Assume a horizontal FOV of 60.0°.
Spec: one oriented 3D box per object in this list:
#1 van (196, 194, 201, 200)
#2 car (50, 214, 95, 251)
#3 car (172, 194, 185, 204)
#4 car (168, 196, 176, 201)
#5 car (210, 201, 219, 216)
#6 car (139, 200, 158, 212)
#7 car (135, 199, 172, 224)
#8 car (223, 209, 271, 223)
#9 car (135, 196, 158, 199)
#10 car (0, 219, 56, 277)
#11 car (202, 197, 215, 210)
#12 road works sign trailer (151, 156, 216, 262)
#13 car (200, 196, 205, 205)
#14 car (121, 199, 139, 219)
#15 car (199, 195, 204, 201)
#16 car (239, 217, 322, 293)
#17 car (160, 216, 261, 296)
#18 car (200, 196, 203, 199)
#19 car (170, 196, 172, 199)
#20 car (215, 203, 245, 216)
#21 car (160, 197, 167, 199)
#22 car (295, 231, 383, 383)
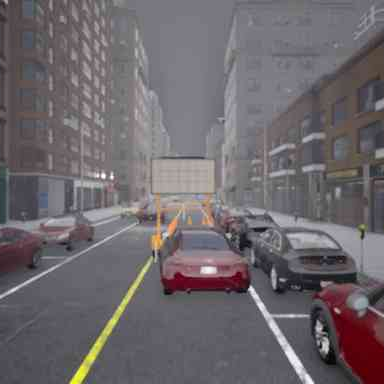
[{"bbox_3d":[2.629,1.605,90.961,1.690,1.788,3.998,0,0,0],"label":"van"},{"bbox_3d":[-5.389,1.618,14.205,1.802,1.307,4.206,0,0,0],"label":"car"},{"bbox_3d":[-2.756,1.667,67.615,1.994,1.385,4.181,0,0,0],"label":"car"},{"bbox_3d":[-5.396,1.815,90.951,2.008,1.369,4.403,0,0,0],"label":"car"},{"bbox_3d":[2.635,1.619,25.247,2.008,1.369,4.403,0,0,0],"label":"car"},{"bbox_3d":[-5.392,1.700,41.796,1.802,1.307,4.206,0,0,0],"label":"car"},{"bbox_3d":[-2.852,1.547,25.442,1.882,1.535,5.008,0,0,0],"label":"car"},{"bbox_3d":[2.636,1.602,14.210,1.947,1.339,4.313,0,0,0],"label":"car"},{"bbox_3d":[-5.391,1.416,36.279,2.192,1.841,5.009,0,0,0],"label":"car"},{"bbox_3d":[-5.388,1.603,8.687,1.802,1.307,4.206,0,0,0],"label":"car"},{"bbox_3d":[2.633,1.669,41.804,2.008,1.369,4.403,0,0,0],"label":"car"},{"bbox_3d":[-0.318,0.488,12.296,2.380,3.560,2.880,0,0,-6],"label":"road works sign trailer"},{"bbox_3d":[2.633,1.686,47.323,2.008,1.369,4.403,0,0,0],"label":"car"},{"bbox_3d":[-5.386,1.610,30.592,1.752,1.417,4.829,0,0,0],"label":"car"},{"bbox_3d":[2.632,1.608,58.361,1.967,1.590,4.097,0,0,0],"label":"car"},{"bbox_3d":[2.636,1.572,8.692,2.008,1.369,4.403,0,0,0],"label":"car"},{"bbox_3d":[0.166,1.577,8.829,1.994,1.385,4.181,1,0,-5],"label":"car"},{"bbox_3d":[2.632,1.734,52.842,1.802,1.307,4.206,0,0,0],"label":"car"},{"bbox_3d":[-5.394,1.735,63.870,2.008,1.369,4.403,0,0,0],"label":"car"},{"bbox_3d":[2.635,1.597,19.728,1.887,1.381,4.507,0,0,0],"label":"car"},{"bbox_3d":[-5.393,1.591,52.834,1.967,1.590,4.097,0,0,0],"label":"car"},{"bbox_3d":[2.637,1.448,3.173,1.967,1.590,4.097,0,0,0],"label":"car"}]
